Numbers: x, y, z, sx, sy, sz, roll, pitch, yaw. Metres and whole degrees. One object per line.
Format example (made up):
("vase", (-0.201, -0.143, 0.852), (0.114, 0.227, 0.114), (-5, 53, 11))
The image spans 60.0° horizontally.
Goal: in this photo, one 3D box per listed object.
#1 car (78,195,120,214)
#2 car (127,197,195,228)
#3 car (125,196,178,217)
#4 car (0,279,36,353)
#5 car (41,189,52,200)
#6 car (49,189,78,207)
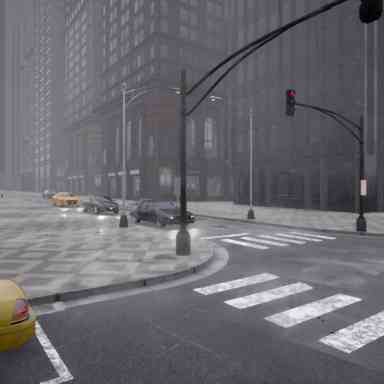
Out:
("car", (-7.783, 1.012, 28.176), (1.837, 1.490, 4.892), (0, 1, -36))
("car", (-2.014, 1.237, 20.193), (2.033, 1.411, 5.357), (0, 1, -36))
("car", (-3.519, 1.110, 27.735), (2.033, 1.411, 5.357), (0, 1, -36))
("car", (-4.366, 1.525, 3.530), (4.829, 1.417, 1.752), (0, 0, -36))
("car", (-23.620, 0.324, 55.527), (2.097, 1.767, 4.553), (0, 1, -36))
("car", (-13.881, 0.799, 36.621), (1.882, 1.535, 5.008), (0, 1, -35))
